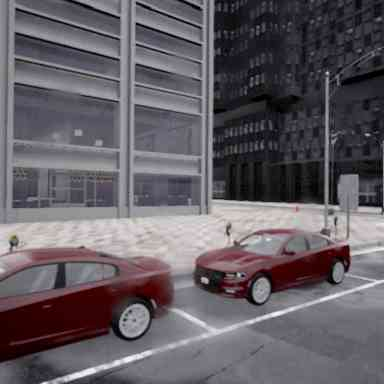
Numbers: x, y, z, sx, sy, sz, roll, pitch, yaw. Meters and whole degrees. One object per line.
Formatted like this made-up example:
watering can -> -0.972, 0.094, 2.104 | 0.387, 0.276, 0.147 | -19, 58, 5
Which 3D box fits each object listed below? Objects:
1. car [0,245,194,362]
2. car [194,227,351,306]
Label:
car -> -2.396, 1.551, 4.956 | 4.507, 1.381, 1.887 | 1, 0, -36
car -> 2.096, 1.597, 8.172 | 4.507, 1.381, 1.887 | 1, 0, -36
